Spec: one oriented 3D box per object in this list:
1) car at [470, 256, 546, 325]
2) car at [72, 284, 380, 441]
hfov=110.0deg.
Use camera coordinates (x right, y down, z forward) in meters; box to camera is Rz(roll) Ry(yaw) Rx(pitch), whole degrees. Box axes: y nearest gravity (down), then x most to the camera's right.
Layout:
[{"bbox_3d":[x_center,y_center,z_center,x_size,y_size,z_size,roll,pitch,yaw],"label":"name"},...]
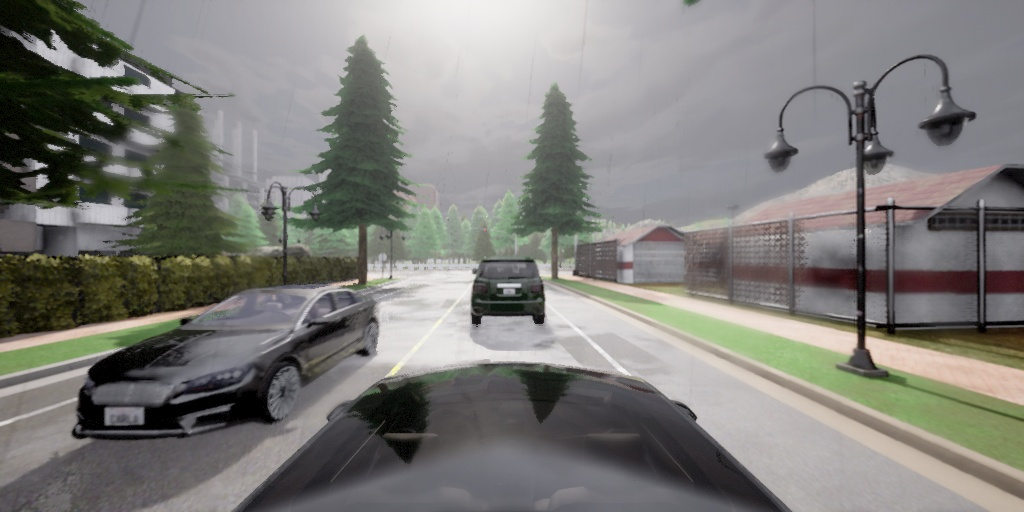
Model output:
[{"bbox_3d":[-0.190,1.022,12.141,2.150,2.045,5.566,0,0,-2],"label":"car"},{"bbox_3d":[-3.705,1.261,5.835,2.128,1.511,4.902,0,0,-1],"label":"car"}]
